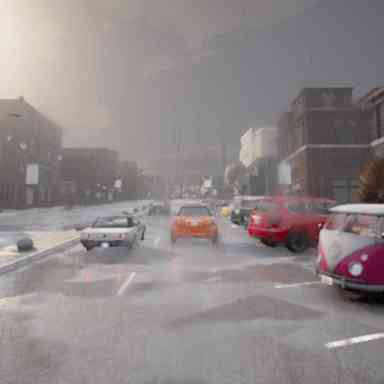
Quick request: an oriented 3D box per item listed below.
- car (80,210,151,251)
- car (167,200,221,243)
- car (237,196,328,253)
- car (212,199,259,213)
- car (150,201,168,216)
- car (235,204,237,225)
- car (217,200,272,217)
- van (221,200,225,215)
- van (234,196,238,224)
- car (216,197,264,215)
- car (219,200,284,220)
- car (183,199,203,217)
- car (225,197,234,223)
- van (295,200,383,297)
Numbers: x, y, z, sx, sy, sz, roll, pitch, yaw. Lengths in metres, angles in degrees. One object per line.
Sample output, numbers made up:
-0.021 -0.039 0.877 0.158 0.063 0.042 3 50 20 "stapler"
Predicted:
-3.151 1.638 14.316 1.895 1.301 4.718 0 0 0 "car"
0.100 1.395 16.443 2.097 1.767 4.553 0 0 0 "car"
5.038 1.271 13.820 5.566 2.045 2.435 1 0 -20 "car"
4.987 1.590 38.185 4.892 1.521 2.231 1 0 -20 "car"
-3.155 1.612 33.223 1.812 1.442 4.674 0 0 0 "car"
5.005 1.531 16.850 4.892 1.521 2.231 1 0 -20 "car"
5.041 1.600 32.099 4.792 1.488 2.163 1 0 -20 "car"
4.907 1.326 25.945 4.442 1.987 1.878 1 0 -20 "van"
5.121 1.313 19.942 4.442 1.987 1.878 1 0 -20 "van"
5.040 1.454 35.143 4.553 1.767 2.185 1 0 -20 "car"
5.187 1.561 29.104 5.366 1.575 1.946 1 0 -20 "car"
0.093 1.567 33.989 1.882 1.535 5.008 0 0 0 "car"
4.982 1.419 22.937 4.553 1.767 2.185 1 0 -20 "car"
4.903 1.279 7.671 4.442 1.987 1.878 1 0 -20 "van"
